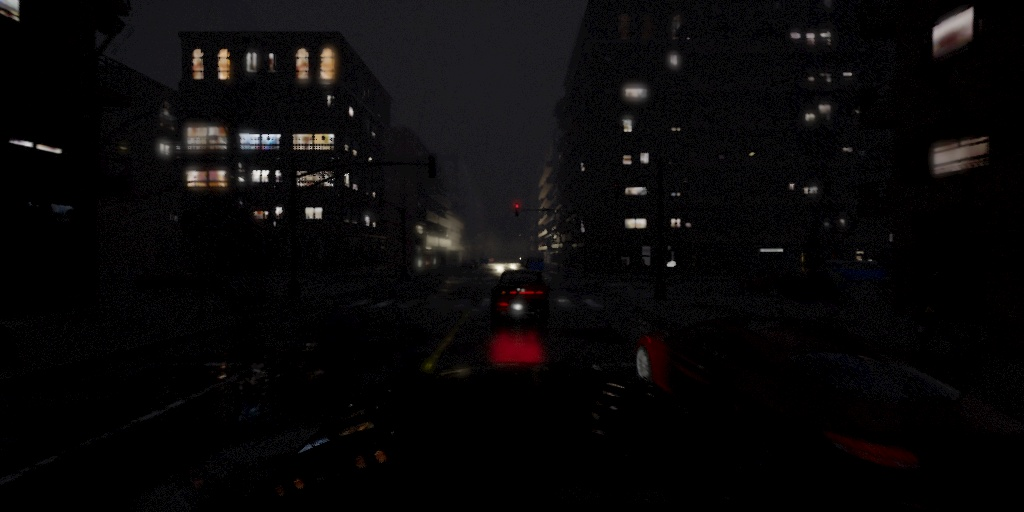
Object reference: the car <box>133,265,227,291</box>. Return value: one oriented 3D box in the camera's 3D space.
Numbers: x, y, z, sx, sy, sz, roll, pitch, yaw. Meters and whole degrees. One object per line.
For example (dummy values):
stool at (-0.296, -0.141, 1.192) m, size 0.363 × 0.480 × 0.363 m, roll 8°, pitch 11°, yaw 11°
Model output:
car at (-17.748, 1.152, 19.248) m, size 4.207 × 1.307 × 1.802 m, roll 0°, pitch 0°, yaw 0°

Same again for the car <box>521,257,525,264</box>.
car at (2.713, 0.933, 47.468) m, size 2.192 × 1.841 × 5.009 m, roll 0°, pitch 0°, yaw 0°

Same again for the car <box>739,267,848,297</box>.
car at (14.704, 1.436, 19.201) m, size 4.507 × 1.381 × 1.888 m, roll 0°, pitch 0°, yaw 0°

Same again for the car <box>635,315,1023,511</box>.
car at (2.796, 1.323, 4.072) m, size 1.802 × 1.307 × 4.207 m, roll 0°, pitch 0°, yaw 0°

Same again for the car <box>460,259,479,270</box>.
car at (-5.854, 1.200, 47.515) m, size 1.802 × 1.307 × 4.207 m, roll 0°, pitch 0°, yaw 0°

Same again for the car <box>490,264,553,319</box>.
car at (0.375, 1.214, 12.690) m, size 1.837 × 1.490 × 4.892 m, roll 0°, pitch 0°, yaw 5°

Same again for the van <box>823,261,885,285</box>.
van at (26.086, 1.252, 27.554) m, size 3.998 × 1.789 × 1.690 m, roll 0°, pitch 0°, yaw 0°

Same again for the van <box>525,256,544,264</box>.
van at (2.803, 0.969, 41.972) m, size 1.690 × 1.789 × 3.998 m, roll 0°, pitch 0°, yaw 0°

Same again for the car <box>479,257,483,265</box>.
car at (-5.856, 1.175, 53.037) m, size 1.948 × 1.339 × 4.313 m, roll 0°, pitch 0°, yaw 0°
